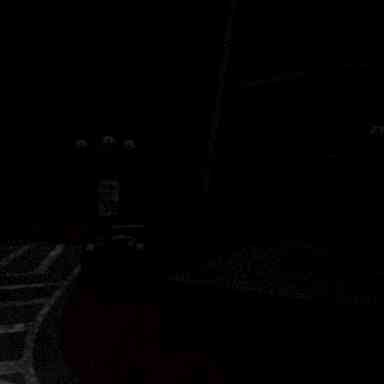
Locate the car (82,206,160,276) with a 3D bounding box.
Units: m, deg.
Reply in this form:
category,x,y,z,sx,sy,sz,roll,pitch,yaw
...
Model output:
category,x,y,z,sx,sy,sz,roll,pitch,yaw
car,-2.108,1.426,10.728,1.905,1.878,3.866,-1,0,-1
